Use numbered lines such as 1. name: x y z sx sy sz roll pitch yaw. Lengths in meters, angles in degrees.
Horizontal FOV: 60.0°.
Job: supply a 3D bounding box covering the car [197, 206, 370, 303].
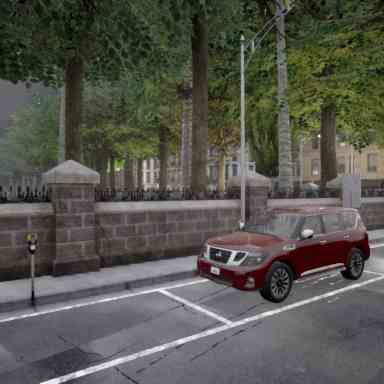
1. car: 2.516 1.313 8.384 5.009 1.841 2.192 0 0 -36
